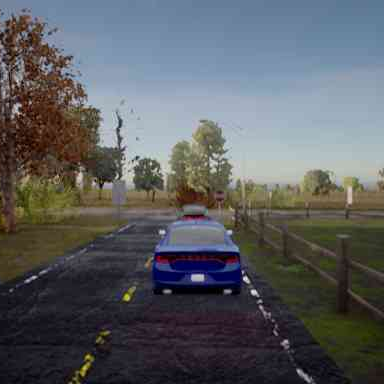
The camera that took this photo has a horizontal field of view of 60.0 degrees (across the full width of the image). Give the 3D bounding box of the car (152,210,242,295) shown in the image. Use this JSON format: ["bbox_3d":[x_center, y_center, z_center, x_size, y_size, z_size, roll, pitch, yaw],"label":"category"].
[{"bbox_3d":[0.104,1.461,8.739,1.882,1.535,5.008,0,0,0],"label":"car"}]

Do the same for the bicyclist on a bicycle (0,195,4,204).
[{"bbox_3d":[-22.652,1.031,39.309,0.582,1.620,1.656,1,0,0],"label":"bicyclist on a bicycle"}]

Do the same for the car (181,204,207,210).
[{"bbox_3d":[0.108,1.468,18.896,1.837,1.490,4.892,0,0,0],"label":"car"}]
